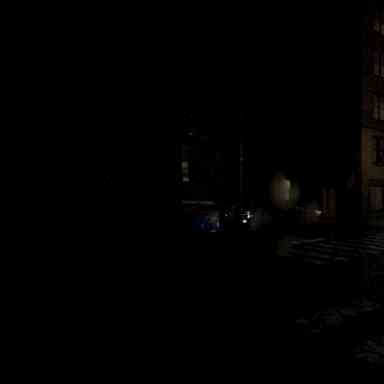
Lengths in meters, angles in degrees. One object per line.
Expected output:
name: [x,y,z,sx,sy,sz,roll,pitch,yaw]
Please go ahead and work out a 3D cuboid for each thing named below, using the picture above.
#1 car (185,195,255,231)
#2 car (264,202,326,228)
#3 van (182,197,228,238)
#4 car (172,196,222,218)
car: [1.321,1.214,20.172,2.150,2.045,5.566,0,0,-33]
car: [6.782,1.423,22.392,1.967,1.590,4.097,0,0,-35]
van: [-0.189,1.340,17.483,1.690,1.788,3.998,0,0,-35]
car: [0.370,1.291,31.538,2.192,1.841,5.009,0,0,-35]
